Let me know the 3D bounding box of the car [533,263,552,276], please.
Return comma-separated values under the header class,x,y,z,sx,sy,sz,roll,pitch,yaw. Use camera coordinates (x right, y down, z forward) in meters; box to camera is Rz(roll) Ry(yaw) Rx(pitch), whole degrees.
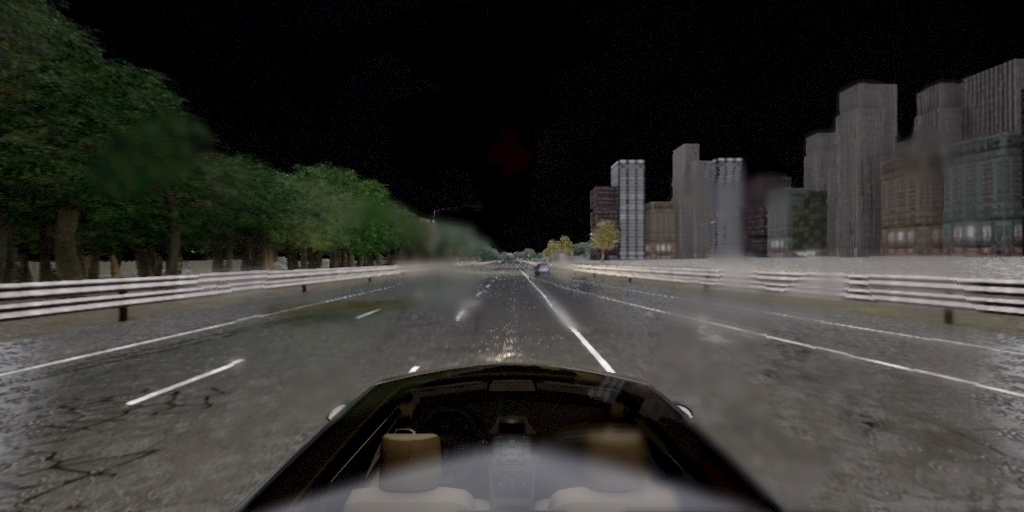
class,x,y,z,sx,sy,sz,roll,pitch,yaw
car,3.839,1.688,45.197,2.033,1.649,4.856,0,-1,-3
